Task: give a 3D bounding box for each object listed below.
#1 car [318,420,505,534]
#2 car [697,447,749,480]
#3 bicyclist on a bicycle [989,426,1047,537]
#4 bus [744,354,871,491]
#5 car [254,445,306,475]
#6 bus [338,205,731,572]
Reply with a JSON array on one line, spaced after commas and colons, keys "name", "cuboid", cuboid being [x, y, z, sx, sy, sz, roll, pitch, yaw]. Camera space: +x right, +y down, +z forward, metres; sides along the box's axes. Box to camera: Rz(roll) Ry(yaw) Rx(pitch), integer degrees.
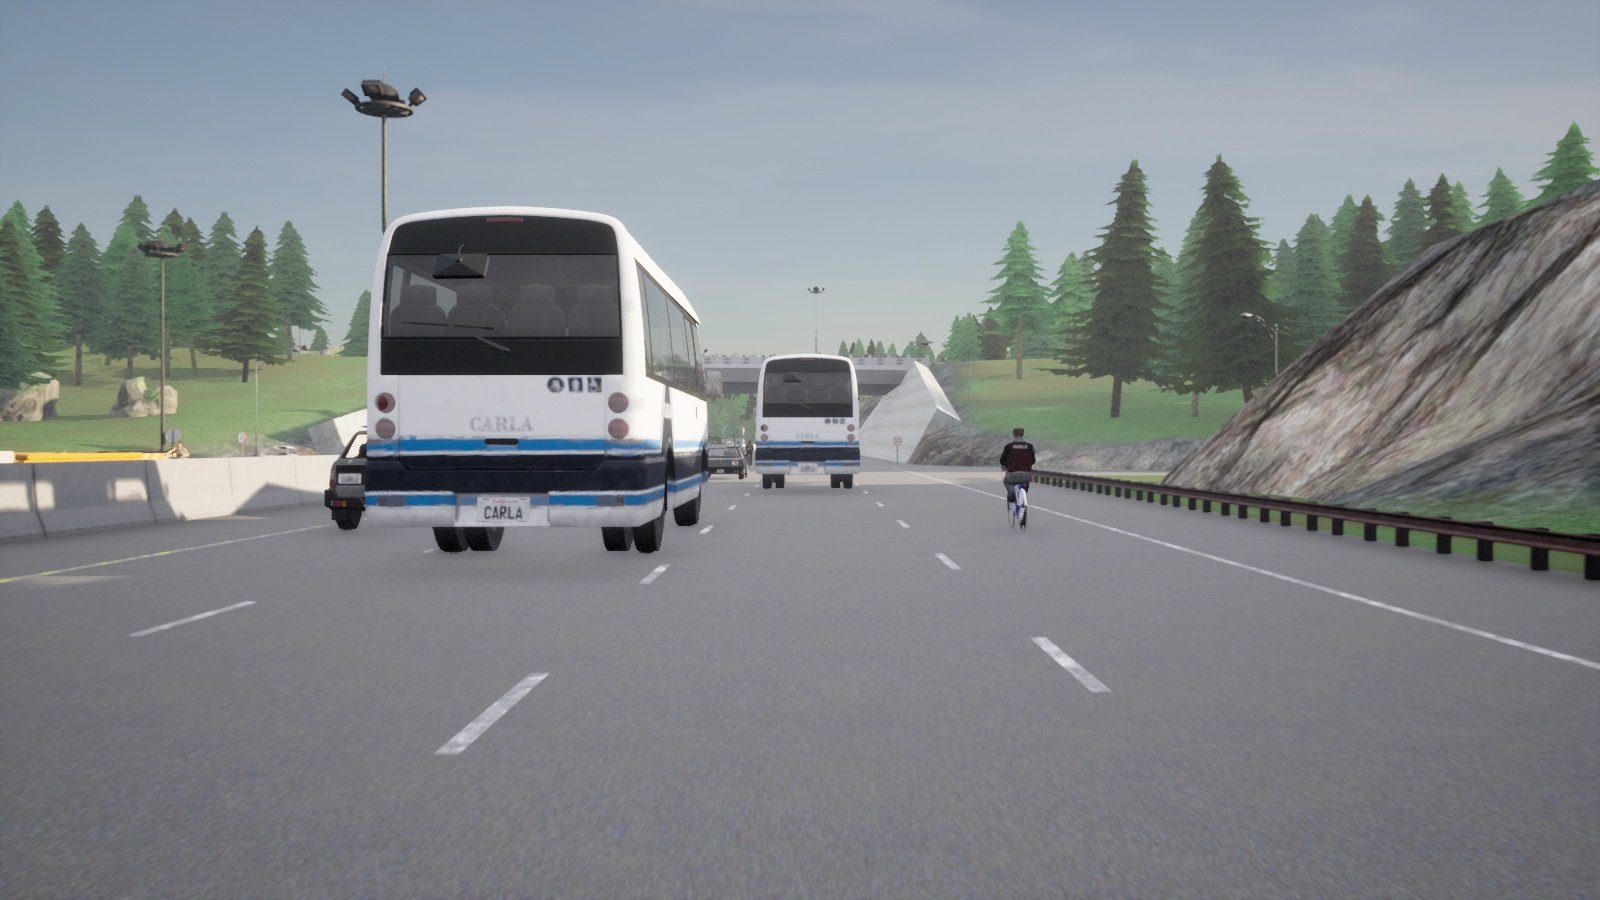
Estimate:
[{"name": "car", "cuboid": [-6.855, 0.430, 22.717, 1.932, 1.855, 4.605, 0, 0, 0]}, {"name": "car", "cuboid": [-3.185, 0.547, 52.734, 1.895, 1.301, 4.718, 0, 0, 0]}, {"name": "bicyclist on a bicycle", "cuboid": [3.636, 0.501, 21.100, 0.659, 1.776, 1.843, 0, 1, 0]}, {"name": "bus", "cuboid": [0.267, -0.878, 44.018, 3.944, 4.253, 10.273, 0, 0, 0]}, {"name": "car", "cuboid": [-24.153, 0.452, 58.394, 1.481, 1.376, 2.207, 0, 0, 0]}, {"name": "bus", "cuboid": [-3.371, -0.744, 19.739, 3.944, 4.253, 10.273, 0, 0, 0]}]
